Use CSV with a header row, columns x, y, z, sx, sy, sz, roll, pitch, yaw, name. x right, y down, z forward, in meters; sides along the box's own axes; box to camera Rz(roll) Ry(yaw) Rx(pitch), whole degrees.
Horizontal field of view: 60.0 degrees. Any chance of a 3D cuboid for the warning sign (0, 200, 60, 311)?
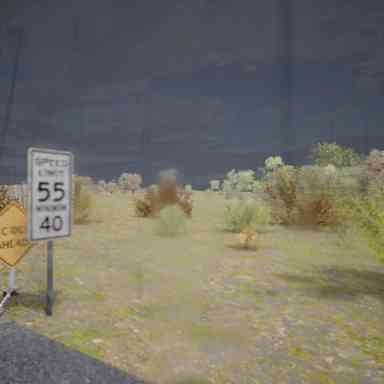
x,y,z,sx,sy,sz,roll,pitch,yaw,name
-3.441,1.103,6.368,1.060,1.860,1.300,1,0,35,warning sign
